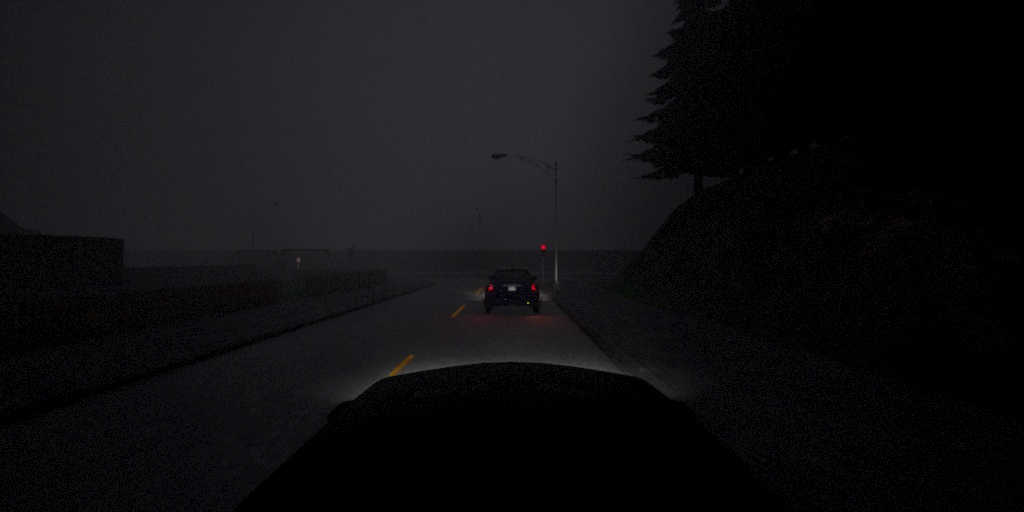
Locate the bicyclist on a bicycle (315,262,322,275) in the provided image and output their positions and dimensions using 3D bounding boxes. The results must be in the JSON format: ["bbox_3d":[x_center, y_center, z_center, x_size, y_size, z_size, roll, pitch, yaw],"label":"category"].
[{"bbox_3d":[-24.271,1.571,45.079,0.582,1.620,1.656,0,0,0],"label":"bicyclist on a bicycle"}]

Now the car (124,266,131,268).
[{"bbox_3d":[-45.188,1.776,40.790,4.718,1.301,1.895,0,-1,0],"label":"car"}]

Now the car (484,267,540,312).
[{"bbox_3d":[0.017,1.249,15.256,2.097,1.767,4.553,0,-1,0],"label":"car"}]
